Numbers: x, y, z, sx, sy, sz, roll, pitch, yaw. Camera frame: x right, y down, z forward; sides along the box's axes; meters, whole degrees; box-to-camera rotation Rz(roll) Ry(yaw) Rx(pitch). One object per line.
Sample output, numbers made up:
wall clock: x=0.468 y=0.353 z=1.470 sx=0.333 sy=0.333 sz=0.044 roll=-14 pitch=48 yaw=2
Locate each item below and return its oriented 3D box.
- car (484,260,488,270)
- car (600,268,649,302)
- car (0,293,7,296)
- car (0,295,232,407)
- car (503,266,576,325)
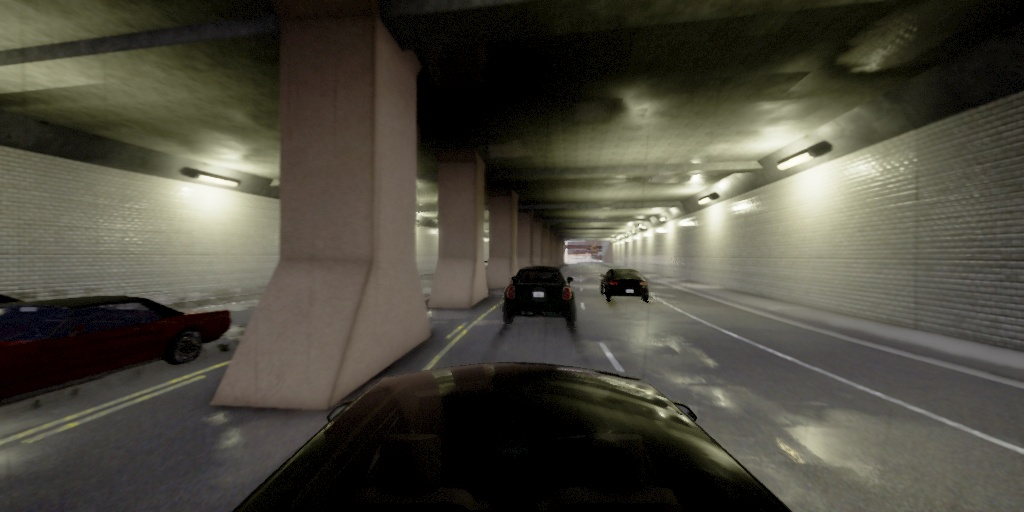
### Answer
car: x=-3.197 y=1.258 z=49.020 sx=1.812 sy=1.442 sz=4.674 roll=0 pitch=0 yaw=11
car: x=5.293 y=1.302 z=17.223 sx=1.812 sy=1.442 sz=4.674 roll=0 pitch=0 yaw=10
car: x=-10.365 y=1.298 z=5.921 sx=1.895 sy=1.301 sz=4.718 roll=0 pitch=0 yaw=4
car: x=-6.900 y=1.316 z=5.253 sx=1.895 sy=1.301 sz=4.718 roll=0 pitch=0 yaw=3
car: x=0.999 y=1.107 z=12.179 sx=2.097 sy=1.767 sz=4.553 roll=0 pitch=0 yaw=7
